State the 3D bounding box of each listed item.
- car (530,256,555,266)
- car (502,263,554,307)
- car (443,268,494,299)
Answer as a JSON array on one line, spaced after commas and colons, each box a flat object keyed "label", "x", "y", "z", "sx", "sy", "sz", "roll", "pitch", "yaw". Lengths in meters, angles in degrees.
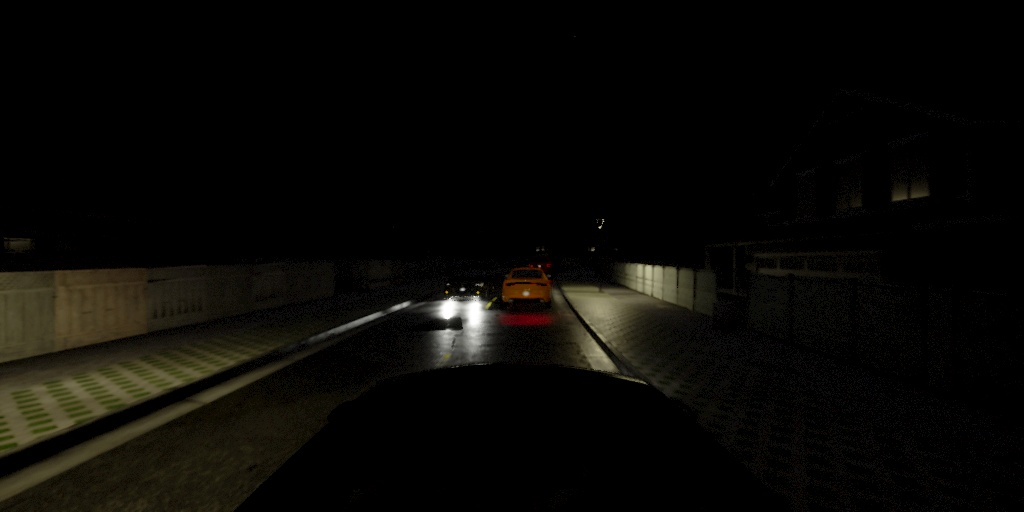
[{"label": "car", "x": 2.877, "y": 0.993, "z": 34.502, "sx": 2.150, "sy": 2.045, "sz": 5.566, "roll": 0, "pitch": 0, "yaw": 9}, {"label": "car", "x": 0.689, "y": 1.231, "z": 15.622, "sx": 1.882, "sy": 1.535, "sz": 5.008, "roll": 0, "pitch": 0, "yaw": 4}, {"label": "car", "x": -2.065, "y": 1.316, "z": 18.078, "sx": 1.994, "sy": 1.385, "sz": 4.181, "roll": 0, "pitch": 0, "yaw": 5}]
